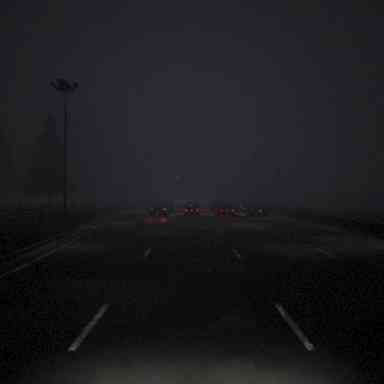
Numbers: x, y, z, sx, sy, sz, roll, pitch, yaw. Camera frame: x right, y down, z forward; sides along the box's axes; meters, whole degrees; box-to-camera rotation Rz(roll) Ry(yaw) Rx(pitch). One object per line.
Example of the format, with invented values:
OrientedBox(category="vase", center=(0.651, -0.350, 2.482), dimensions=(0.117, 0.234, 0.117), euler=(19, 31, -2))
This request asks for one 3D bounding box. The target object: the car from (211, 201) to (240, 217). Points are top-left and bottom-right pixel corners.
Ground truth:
OrientedBox(category="car", center=(3.488, 1.923, 35.540), dimensions=(2.033, 1.411, 5.357), euler=(0, -1, 0))

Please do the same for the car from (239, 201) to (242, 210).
OrientedBox(category="car", center=(6.984, 2.010, 45.961), dimensions=(1.812, 1.442, 4.674), euler=(0, -1, 0))

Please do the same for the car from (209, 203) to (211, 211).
OrientedBox(category="car", center=(3.484, 1.962, 45.960), dimensions=(1.882, 1.535, 5.008), euler=(0, -1, 0))

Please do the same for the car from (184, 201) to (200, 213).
OrientedBox(category="car", center=(-0.016, 1.976, 45.959), dimensions=(2.128, 1.511, 4.902), euler=(0, -1, 0))

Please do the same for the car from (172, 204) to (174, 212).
OrientedBox(category="car", center=(-3.516, 1.976, 45.957), dimensions=(2.128, 1.511, 4.902), euler=(0, -1, 0))

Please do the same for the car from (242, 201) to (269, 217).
OrientedBox(category="car", center=(6.987, 1.943, 35.958), dimensions=(1.994, 1.385, 4.181), euler=(0, -1, 0))

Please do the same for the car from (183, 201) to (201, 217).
OrientedBox(category="car", center=(-0.012, 1.923, 35.539), dimensions=(2.033, 1.411, 5.357), euler=(0, -1, 0))

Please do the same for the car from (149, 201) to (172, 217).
OrientedBox(category="car", center=(-3.513, 1.905, 35.955), dimensions=(1.812, 1.442, 4.674), euler=(0, -1, 0))
